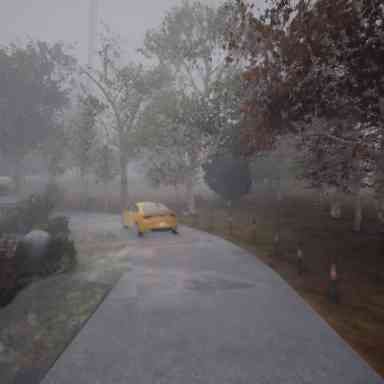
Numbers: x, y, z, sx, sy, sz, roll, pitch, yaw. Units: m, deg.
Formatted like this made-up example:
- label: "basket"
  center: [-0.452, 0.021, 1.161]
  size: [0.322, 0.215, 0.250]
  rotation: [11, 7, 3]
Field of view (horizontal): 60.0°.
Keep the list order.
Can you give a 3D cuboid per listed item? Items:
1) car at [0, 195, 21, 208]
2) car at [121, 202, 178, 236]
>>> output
- label: "car"
  center: [-14.245, 1.003, 25.866]
  size: [4.553, 1.767, 2.097]
  rotation: [0, 5, 16]
- label: "car"
  center: [-2.301, 1.227, 17.052]
  size: [1.882, 1.535, 5.008]
  rotation: [-2, 2, -24]
